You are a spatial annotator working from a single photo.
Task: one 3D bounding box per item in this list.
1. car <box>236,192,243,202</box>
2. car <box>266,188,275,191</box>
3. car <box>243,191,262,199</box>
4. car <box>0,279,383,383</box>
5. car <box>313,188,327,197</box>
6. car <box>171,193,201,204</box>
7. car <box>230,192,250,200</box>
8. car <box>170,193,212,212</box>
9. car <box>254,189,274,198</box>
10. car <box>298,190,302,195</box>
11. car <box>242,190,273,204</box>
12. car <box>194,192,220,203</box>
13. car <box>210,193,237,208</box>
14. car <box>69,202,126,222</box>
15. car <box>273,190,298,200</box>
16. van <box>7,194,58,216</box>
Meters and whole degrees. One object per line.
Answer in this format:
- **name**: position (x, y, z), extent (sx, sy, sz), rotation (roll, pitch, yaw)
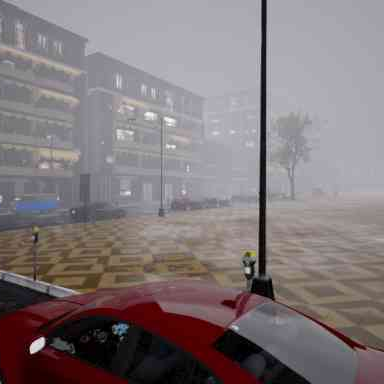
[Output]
- **car**: position (7.351, 0.794, 48.471), extent (2.128, 1.511, 4.902), rotation (1, 1, 34)
- **car**: position (13.231, 0.362, 57.012), extent (2.150, 2.045, 5.566), rotation (1, 1, 35)
- **car**: position (11.835, 0.533, 64.947), extent (1.752, 1.417, 4.829), rotation (2, 2, 35)
- **car**: position (-0.306, 1.545, 3.086), extent (4.507, 1.381, 1.887), rotation (0, 0, 36)
- **car**: position (29.083, 0.014, 75.584), extent (2.150, 2.045, 5.566), rotation (1, 1, 35)
- **car**: position (-0.799, 0.917, 46.808), extent (1.947, 1.339, 4.313), rotation (2, 2, 35)
- **car**: position (8.749, 0.657, 60.518), extent (1.947, 1.339, 4.313), rotation (2, 2, 35)
- **car**: position (-0.288, 1.137, 32.878), extent (1.887, 1.381, 4.507), rotation (2, 2, 35)
- **car**: position (15.118, 0.234, 69.651), extent (2.192, 1.841, 5.009), rotation (2, 2, 35)
- **car**: position (27.845, 0.121, 87.936), extent (1.887, 1.381, 4.507), rotation (2, 2, 35)
- **car**: position (9.260, 0.881, 46.588), extent (2.008, 1.369, 4.403), rotation (2, 2, 35)
- **car**: position (2.384, 0.815, 51.377), extent (2.008, 1.369, 4.403), rotation (2, 2, 35)
- **car**: position (2.895, 1.055, 37.448), extent (2.008, 1.369, 4.403), rotation (2, 2, 35)
- **car**: position (-6.653, 1.334, 23.740), extent (1.947, 1.339, 4.313), rotation (2, 2, 35)
- **car**: position (15.723, 0.680, 55.867), extent (1.752, 1.417, 4.829), rotation (2, 2, 35)
- **van**: position (-13.527, 1.042, 28.523), extent (1.690, 1.788, 3.998), rotation (2, 2, 35)
